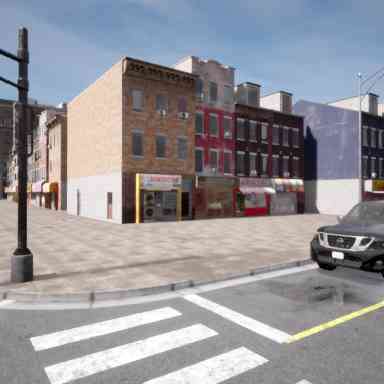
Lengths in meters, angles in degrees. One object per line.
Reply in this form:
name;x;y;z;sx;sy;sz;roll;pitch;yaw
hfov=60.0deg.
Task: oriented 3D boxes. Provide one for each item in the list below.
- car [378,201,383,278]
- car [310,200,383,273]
car;6.361;1.243;6.819;5.566;2.045;2.150;0;0;-35
car;5.960;1.266;10.022;5.566;2.045;2.150;0;-1;-35
